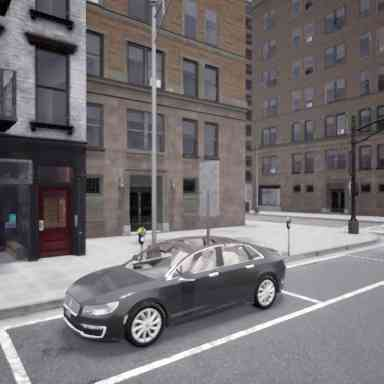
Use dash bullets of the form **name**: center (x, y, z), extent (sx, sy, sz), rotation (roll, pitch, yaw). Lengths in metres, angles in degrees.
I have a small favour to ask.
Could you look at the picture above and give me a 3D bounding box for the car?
- **car**: center (-0.073, 1.550, 6.205), extent (4.403, 1.369, 2.008), rotation (0, 0, -37)
